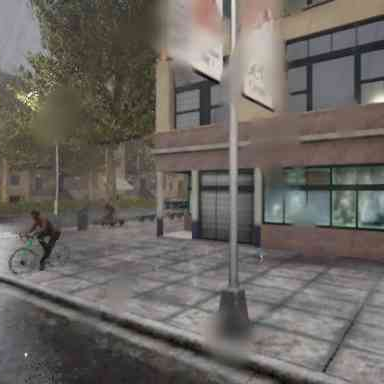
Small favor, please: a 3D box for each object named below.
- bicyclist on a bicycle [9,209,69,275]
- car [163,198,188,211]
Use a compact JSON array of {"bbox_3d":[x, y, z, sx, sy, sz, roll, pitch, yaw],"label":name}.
[{"bbox_3d":[-3.928,1.269,8.668,0.582,1.620,1.656,0,0,36],"label":"bicyclist on a bicycle"},{"bbox_3d":[-1.951,1.469,40.193,1.994,1.385,4.181,0,0,36],"label":"car"}]
